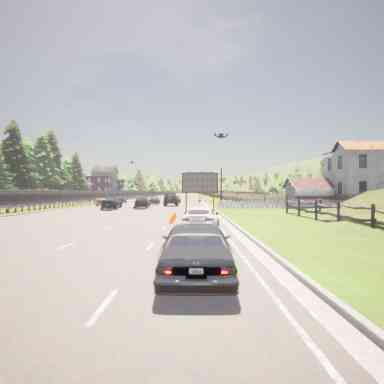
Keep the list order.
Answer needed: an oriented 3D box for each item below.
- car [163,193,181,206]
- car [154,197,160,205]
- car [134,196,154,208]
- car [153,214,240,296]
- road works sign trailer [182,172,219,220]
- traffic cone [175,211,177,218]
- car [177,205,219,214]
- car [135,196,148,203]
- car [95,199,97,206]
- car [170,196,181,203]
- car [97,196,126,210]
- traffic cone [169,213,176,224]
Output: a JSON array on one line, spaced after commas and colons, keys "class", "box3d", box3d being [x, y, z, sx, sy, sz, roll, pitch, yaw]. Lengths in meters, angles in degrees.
[{"class": "car", "box3d": [-3.345, 1.213, 53.342, 2.150, 2.045, 5.566, 0, 0, 0]}, {"class": "car", "box3d": [-6.842, 1.537, 60.048, 2.033, 1.411, 5.357, 0, 0, 1]}, {"class": "car", "box3d": [-6.851, 1.494, 46.455, 1.837, 1.490, 4.892, 0, -1, 0]}, {"class": "car", "box3d": [0.107, 1.546, 8.806, 2.033, 1.411, 5.357, 0, 0, 1]}, {"class": "road works sign trailer", "box3d": [0.510, 0.461, 22.056, 2.380, 3.560, 2.880, 0, 0, -3]}, {"class": "traffic cone", "box3d": [-1.461, 1.951, 25.162, 0.340, 0.580, 0.340, 0, 0, 0]}, {"class": "car", "box3d": [0.485, 1.536, 18.442, 1.812, 1.442, 4.674, -1, -1, 6]}, {"class": "car", "box3d": [-10.329, 1.515, 68.505, 1.812, 1.442, 4.674, 0, -1, 0]}, {"class": "car", "box3d": [-13.846, 1.343, 53.113, 2.097, 1.767, 4.553, 0, 0, 0]}, {"class": "car", "box3d": [-3.329, 1.552, 68.557, 1.994, 1.385, 4.181, 0, 0, 0]}, {"class": "car", "box3d": [-10.356, 1.470, 43.134, 1.882, 1.535, 5.008, 0, 0, 0]}, {"class": "traffic cone", "box3d": [-1.463, 1.951, 23.162, 0.340, 0.580, 0.340, 0, 0, 0]}]
